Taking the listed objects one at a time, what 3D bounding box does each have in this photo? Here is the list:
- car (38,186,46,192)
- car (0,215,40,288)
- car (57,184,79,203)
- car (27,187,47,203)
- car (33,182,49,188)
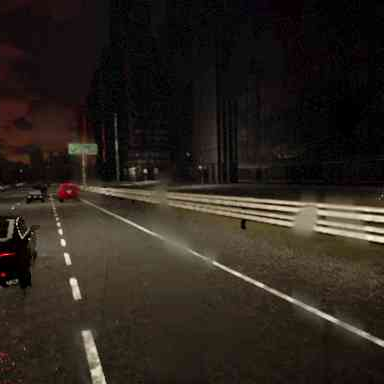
[{"bbox_3d":[-38.166,-0.721,84.814,1.812,1.442,4.674,-3,3,-23],"label":"car"},{"bbox_3d":[-4.905,1.327,8.149,1.837,1.490,4.892,-3,2,-23],"label":"car"},{"bbox_3d":[-14.897,0.121,40.009,2.150,2.045,5.566,-3,3,-24],"label":"car"},{"bbox_3d":[-19.169,0.541,40.823,2.033,1.411,5.357,-3,2,-24],"label":"car"},{"bbox_3d":[-26.592,-0.237,57.833,2.150,2.045,5.566,-3,3,-23],"label":"car"}]
